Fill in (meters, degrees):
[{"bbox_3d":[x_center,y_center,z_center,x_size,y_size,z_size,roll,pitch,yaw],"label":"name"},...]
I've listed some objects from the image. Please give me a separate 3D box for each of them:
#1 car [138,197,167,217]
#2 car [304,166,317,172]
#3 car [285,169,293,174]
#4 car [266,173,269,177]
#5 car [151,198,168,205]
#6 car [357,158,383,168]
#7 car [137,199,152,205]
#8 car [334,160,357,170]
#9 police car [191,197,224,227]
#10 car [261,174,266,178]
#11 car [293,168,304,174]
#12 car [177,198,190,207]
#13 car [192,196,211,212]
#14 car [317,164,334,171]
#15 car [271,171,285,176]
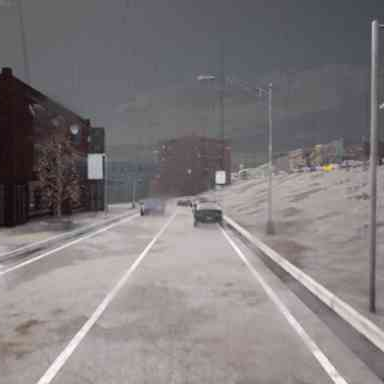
[{"bbox_3d":[-3.595,1.336,31.292,2.097,1.767,4.553,0,0,0],"label":"car"},{"bbox_3d":[22.103,-3.852,58.522,2.002,1.452,4.674,0,1,-2],"label":"car"},{"bbox_3d":[21.742,-4.070,69.582,2.231,1.521,4.892,0,1,-1],"label":"car"},{"bbox_3d":[21.388,-4.231,86.012,2.002,1.452,4.674,0,1,-1],"label":"car"},{"bbox_3d":[-7.160,2.031,73.165,1.837,1.490,4.892,-1,-2,-31],"label":"car"},{"bbox_3d":[23.540,-3.549,41.788,2.163,1.488,4.792,0,1,-6],"label":"car"},{"bbox_3d":[-10.143,2.144,71.400,1.994,1.385,4.181,-1,-2,-26],"label":"car"},{"bbox_3d":[22.921,-3.811,47.479,2.185,1.767,4.553,0,1,-5],"label":"car"},{"bbox_3d":[1.053,1.411,22.947,1.930,1.638,5.238,0,0,0],"label":"police car"},{"bbox_3d":[21.265,-4.464,91.684,2.185,1.767,4.553,0,1,-1],"label":"car"},{"bbox_3d":[21.870,-3.990,64.064,2.231,1.521,4.892,0,1,-1],"label":"car"},{"bbox_3d":[-1.320,1.774,57.215,1.812,1.442,4.674,0,-1,-17],"label":"car"},{"bbox_3d":[1.055,1.364,38.817,2.097,1.767,4.553,0,0,0],"label":"car"},{"bbox_3d":[22.454,-3.788,52.985,2.097,1.535,5.008,0,1,-4],"label":"car"},{"bbox_3d":[21.506,-4.331,80.518,2.185,1.767,4.553,0,1,-1],"label":"car"}]
